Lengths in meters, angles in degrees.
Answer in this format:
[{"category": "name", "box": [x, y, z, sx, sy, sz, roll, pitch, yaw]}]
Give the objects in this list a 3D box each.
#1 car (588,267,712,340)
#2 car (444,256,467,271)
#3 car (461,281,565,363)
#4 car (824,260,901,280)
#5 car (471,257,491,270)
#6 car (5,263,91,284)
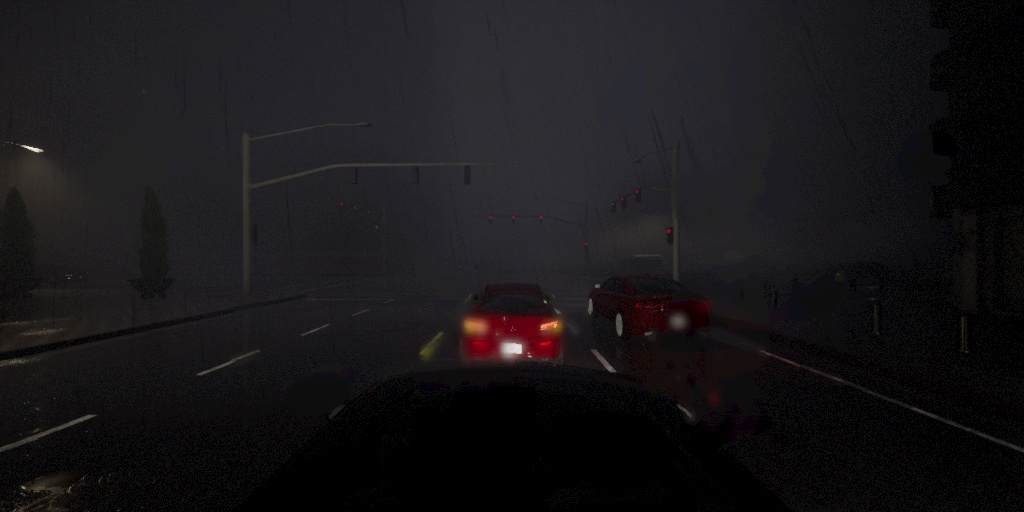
[{"category": "car", "box": [3.488, 1.227, 10.032, 1.882, 1.535, 5.008, 0, 0, 0]}, {"category": "car", "box": [-7.982, 0.971, 50.085, 2.150, 2.045, 5.566, 0, 0, -1]}, {"category": "car", "box": [0.010, 1.276, 7.853, 1.812, 1.442, 4.674, 0, 0, 0]}, {"category": "car", "box": [30.017, 1.309, 30.992, 4.892, 1.490, 1.837, 0, 0, 0]}, {"category": "car", "box": [-4.507, 1.274, 53.044, 1.812, 1.442, 4.674, 0, 0, -1]}, {"category": "car", "box": [-34.581, 1.309, 26.724, 4.892, 1.490, 1.837, 0, 0, 0]}]
